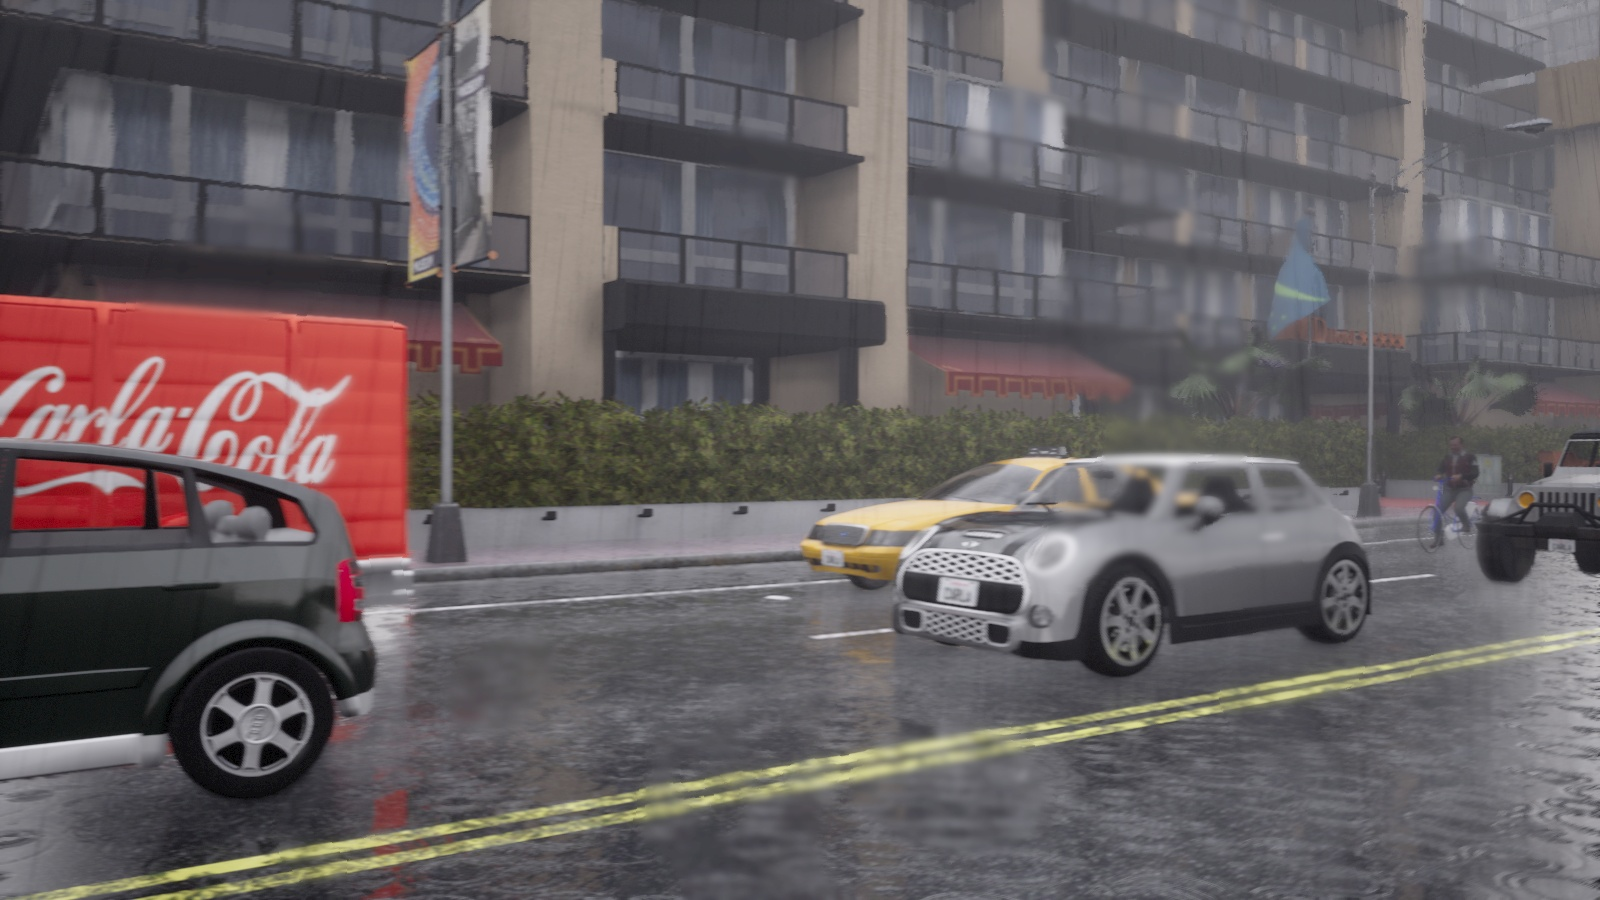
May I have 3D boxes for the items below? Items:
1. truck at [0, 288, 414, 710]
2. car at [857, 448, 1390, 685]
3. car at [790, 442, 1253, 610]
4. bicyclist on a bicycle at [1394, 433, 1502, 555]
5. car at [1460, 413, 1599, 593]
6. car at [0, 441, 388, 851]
[{"bbox_3d":[-5.572,0.290,8.317,5.204,2.467,2.627,0,0,-35],"label":"truck"},{"bbox_3d":[2.552,0.729,9.699,3.806,1.475,1.970,0,0,-35],"label":"car"},{"bbox_3d":[2.617,0.713,14.006,5.366,1.575,1.801,0,0,-35],"label":"car"},{"bbox_3d":[9.833,0.641,19.033,1.843,1.776,0.659,0,0,-35],"label":"bicyclist on a bicycle"},{"bbox_3d":[9.664,0.556,14.652,3.866,1.878,1.905,0,0,-35],"label":"car"},{"bbox_3d":[-3.863,0.744,5.249,3.705,1.549,1.789,0,0,-35],"label":"car"}]
